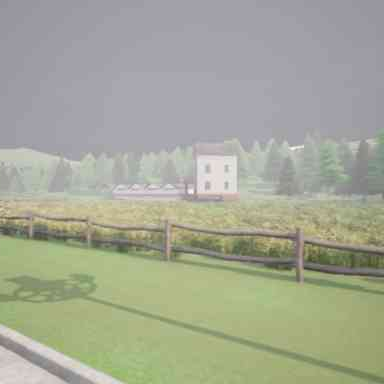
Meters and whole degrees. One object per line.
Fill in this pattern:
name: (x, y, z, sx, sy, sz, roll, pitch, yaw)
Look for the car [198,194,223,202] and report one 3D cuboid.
car: (3.550, 1.216, 63.526, 4.605, 1.855, 1.932, 0, 0, 35)
